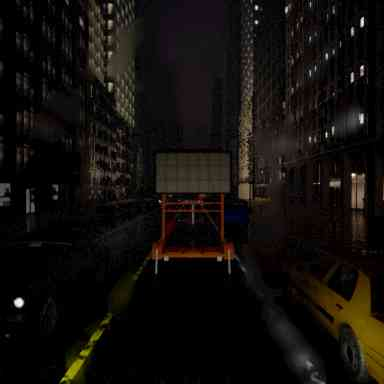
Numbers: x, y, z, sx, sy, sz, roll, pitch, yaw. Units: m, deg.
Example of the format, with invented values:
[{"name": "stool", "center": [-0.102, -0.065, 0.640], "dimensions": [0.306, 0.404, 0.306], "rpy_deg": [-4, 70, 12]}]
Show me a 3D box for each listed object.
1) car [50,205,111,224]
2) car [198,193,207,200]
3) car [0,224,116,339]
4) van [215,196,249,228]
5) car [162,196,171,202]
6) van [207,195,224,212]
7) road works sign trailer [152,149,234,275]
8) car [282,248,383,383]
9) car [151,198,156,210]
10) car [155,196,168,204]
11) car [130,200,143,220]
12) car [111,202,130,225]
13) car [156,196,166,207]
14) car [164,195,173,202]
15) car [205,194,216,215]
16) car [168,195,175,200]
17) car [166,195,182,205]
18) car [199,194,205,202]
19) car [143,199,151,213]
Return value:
[{"name": "car", "center": [-5.669, 1.547, 16.421], "dimensions": [2.008, 1.369, 4.403], "rpy_deg": [-1, 0, 0]}, {"name": "car", "center": [2.849, 1.291, 90.293], "dimensions": [2.192, 1.841, 5.009], "rpy_deg": [-1, 0, 0]}, {"name": "car", "center": [-3.091, 1.599, 6.700], "dimensions": [1.895, 1.301, 4.718], "rpy_deg": [0, 0, 0]}, {"name": "van", "center": [2.720, 1.336, 22.089], "dimensions": [1.690, 1.788, 3.998], "rpy_deg": [-1, 0, 0]}, {"name": "car", "center": [-5.562, 1.564, 73.258], "dimensions": [1.802, 1.307, 4.206], "rpy_deg": [-1, 0, 0]}, {"name": "van", "center": [2.752, 1.332, 39.140], "dimensions": [1.690, 1.788, 3.998], "rpy_deg": [-1, 0, 0]}, {"name": "road works sign trailer", "center": [0.033, 0.462, 10.460], "dimensions": [2.380, 3.560, 2.880], "rpy_deg": [0, 0, 0]}, {"name": "car", "center": [2.690, 1.524, 5.208], "dimensions": [1.752, 1.417, 4.829], "rpy_deg": [-1, 0, 0]}, {"name": "car", "center": [-5.626, 1.573, 39.156], "dimensions": [1.802, 1.307, 4.206], "rpy_deg": [-1, 0, 0]}, {"name": "car", "center": [-5.583, 1.536, 61.890], "dimensions": [2.008, 1.369, 4.403], "rpy_deg": [-1, 0, 0]}, {"name": "car", "center": [-5.648, 1.538, 27.789], "dimensions": [1.887, 1.381, 4.507], "rpy_deg": [-1, 0, 0]}, {"name": "car", "center": [-5.658, 1.561, 22.105], "dimensions": [1.947, 1.339, 4.313], "rpy_deg": [-1, 0, 0]}, {"name": "car", "center": [-5.605, 1.539, 50.523], "dimensions": [2.008, 1.369, 4.403], "rpy_deg": [-1, 0, 0]}, {"name": "car", "center": [-5.552, 1.420, 78.941], "dimensions": [1.967, 1.590, 4.097], "rpy_deg": [-1, 0, 0]}, {"name": "car", "center": [2.741, 1.307, 33.457], "dimensions": [2.192, 1.841, 5.009], "rpy_deg": [-1, 0, 0]}, {"name": "car", "center": [-5.530, 1.502, 90.139], "dimensions": [1.752, 1.417, 4.829], "rpy_deg": [-1, 0, 0]}, {"name": "car", "center": [-2.921, 1.337, 57.444], "dimensions": [2.097, 1.767, 4.553], "rpy_deg": [0, 0, 1]}, {"name": "car", "center": [2.797, 1.536, 61.874], "dimensions": [2.008, 1.369, 4.403], "rpy_deg": [-1, 0, 0]}, {"name": "car", "center": [-5.638, 1.543, 33.472], "dimensions": [2.008, 1.369, 4.403], "rpy_deg": [-1, 0, 0]}]
